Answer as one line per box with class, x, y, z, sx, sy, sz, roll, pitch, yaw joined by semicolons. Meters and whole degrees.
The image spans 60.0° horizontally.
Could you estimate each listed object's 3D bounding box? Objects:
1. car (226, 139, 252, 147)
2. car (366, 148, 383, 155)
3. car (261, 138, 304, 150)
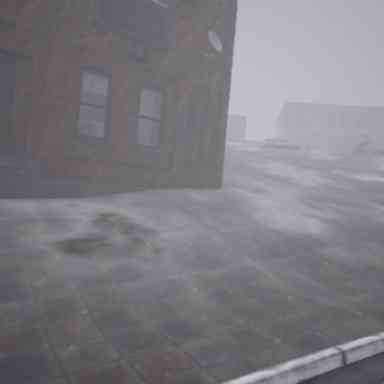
car;4.193;-5.015;36.121;4.674;1.452;2.002;5;0;7
car;20.472;-3.771;34.241;4.892;1.521;2.231;5;0;7
car;9.646;-4.753;35.493;4.553;1.767;2.185;4;0;7
